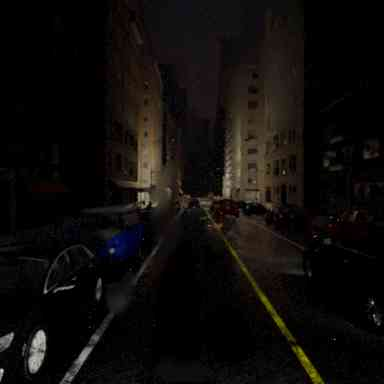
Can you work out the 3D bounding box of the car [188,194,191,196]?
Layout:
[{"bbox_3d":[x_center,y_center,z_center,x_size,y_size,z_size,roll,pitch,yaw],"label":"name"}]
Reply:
[{"bbox_3d":[-2.015,1.815,91.753,2.008,1.369,4.403,0,0,0],"label":"car"}]

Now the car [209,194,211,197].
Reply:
[{"bbox_3d":[6.509,1.865,91.683,2.008,1.369,4.403,0,0,0],"label":"car"}]

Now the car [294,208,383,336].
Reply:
[{"bbox_3d":[3.933,1.389,6.926,2.097,1.767,4.553,0,0,0],"label":"car"}]

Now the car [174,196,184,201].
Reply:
[{"bbox_3d":[-2.390,1.529,43.835,1.967,1.590,4.097,0,0,0],"label":"car"}]

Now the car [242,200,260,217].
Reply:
[{"bbox_3d":[6.061,1.662,32.775,2.008,1.369,4.403,0,0,0],"label":"car"}]

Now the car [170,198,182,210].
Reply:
[{"bbox_3d":[-2.427,1.657,38.333,1.802,1.307,4.206,0,0,0],"label":"car"}]

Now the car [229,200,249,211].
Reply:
[{"bbox_3d":[6.135,1.705,43.777,1.947,1.339,4.313,0,0,0],"label":"car"}]

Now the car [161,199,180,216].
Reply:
[{"bbox_3d":[-2.464,1.627,32.832,1.947,1.339,4.313,0,0,0],"label":"car"}]

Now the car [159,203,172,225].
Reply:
[{"bbox_3d":[-2.538,1.616,21.830,1.802,1.307,4.206,0,0,0],"label":"car"}]

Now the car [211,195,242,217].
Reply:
[{"bbox_3d":[3.252,1.444,32.099,2.097,1.767,4.553,0,0,1],"label":"car"}]

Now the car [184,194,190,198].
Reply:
[{"bbox_3d":[-2.108,1.799,80.936,1.802,1.307,4.206,0,0,0],"label":"car"}]

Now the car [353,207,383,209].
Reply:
[{"bbox_3d":[5.914,1.374,10.770,2.192,1.841,5.009,0,0,0],"label":"car"}]

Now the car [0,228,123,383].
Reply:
[{"bbox_3d":[-2.649,1.547,5.326,2.008,1.369,4.403,0,0,0],"label":"car"}]

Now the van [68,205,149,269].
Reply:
[{"bbox_3d":[-2.611,1.350,10.828,1.690,1.788,3.998,0,0,0],"label":"van"}]

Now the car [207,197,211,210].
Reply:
[{"bbox_3d":[3.273,1.683,42.312,1.994,1.385,4.181,0,0,1],"label":"car"}]

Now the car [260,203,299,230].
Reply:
[{"bbox_3d":[5.988,1.524,21.773,1.967,1.590,4.097,0,0,0],"label":"car"}]

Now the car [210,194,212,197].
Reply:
[{"bbox_3d":[6.464,1.816,86.445,1.752,1.417,4.829,0,0,0],"label":"car"}]

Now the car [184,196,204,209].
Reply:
[{"bbox_3d":[0.308,1.680,47.981,2.033,1.411,5.357,0,0,0],"label":"car"}]

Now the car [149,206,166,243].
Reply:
[{"bbox_3d":[-2.575,1.587,16.329,1.947,1.339,4.313,0,0,0],"label":"car"}]
